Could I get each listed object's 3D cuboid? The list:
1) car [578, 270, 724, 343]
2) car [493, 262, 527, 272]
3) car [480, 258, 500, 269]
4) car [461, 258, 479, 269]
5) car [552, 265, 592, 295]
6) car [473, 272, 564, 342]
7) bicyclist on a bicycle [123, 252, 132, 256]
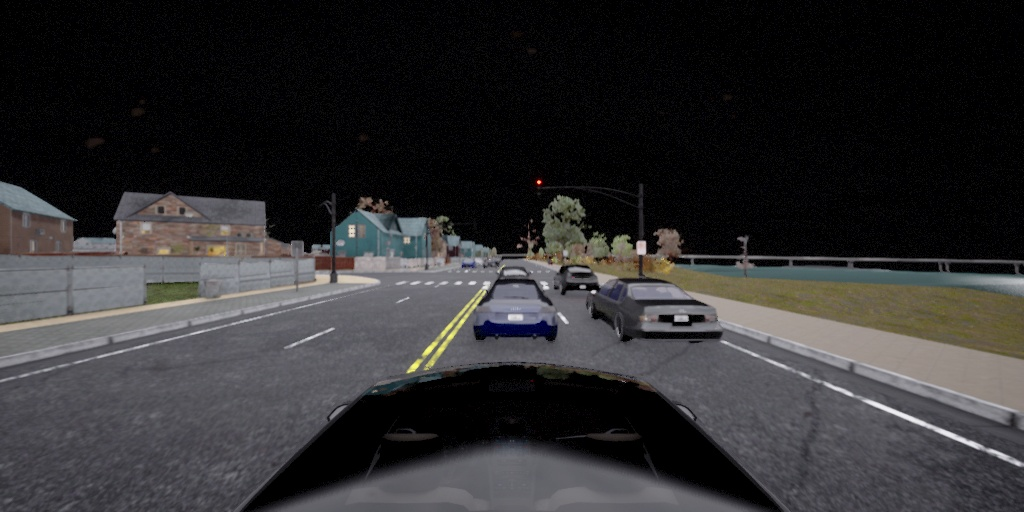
[{"bbox_3d":[3.354,1.281,9.615,2.033,1.411,5.357,0,0,0],"label":"car"},{"bbox_3d":[0.087,1.241,18.707,1.812,1.442,4.674,0,0,-2],"label":"car"},{"bbox_3d":[-3.316,1.234,55.102,1.994,1.385,4.181,0,0,0],"label":"car"},{"bbox_3d":[-6.569,1.149,54.727,1.882,1.535,5.008,0,0,0],"label":"car"},{"bbox_3d":[3.353,1.219,19.404,1.837,1.490,4.892,0,0,0],"label":"car"},{"bbox_3d":[0.095,1.297,9.790,1.994,1.385,4.181,0,0,1],"label":"car"},{"bbox_3d":[-29.612,0.491,27.581,0.582,1.620,1.656,1,0,-35],"label":"bicyclist on a bicycle"}]
